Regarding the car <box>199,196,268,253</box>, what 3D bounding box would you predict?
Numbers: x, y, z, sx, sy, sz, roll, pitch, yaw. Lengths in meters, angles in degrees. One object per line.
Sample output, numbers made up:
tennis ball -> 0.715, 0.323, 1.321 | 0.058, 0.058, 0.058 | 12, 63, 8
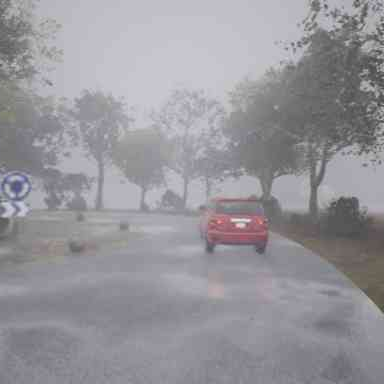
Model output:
car -> 1.527, 1.176, 13.665 | 2.150, 2.045, 5.566 | 1, 0, -2
